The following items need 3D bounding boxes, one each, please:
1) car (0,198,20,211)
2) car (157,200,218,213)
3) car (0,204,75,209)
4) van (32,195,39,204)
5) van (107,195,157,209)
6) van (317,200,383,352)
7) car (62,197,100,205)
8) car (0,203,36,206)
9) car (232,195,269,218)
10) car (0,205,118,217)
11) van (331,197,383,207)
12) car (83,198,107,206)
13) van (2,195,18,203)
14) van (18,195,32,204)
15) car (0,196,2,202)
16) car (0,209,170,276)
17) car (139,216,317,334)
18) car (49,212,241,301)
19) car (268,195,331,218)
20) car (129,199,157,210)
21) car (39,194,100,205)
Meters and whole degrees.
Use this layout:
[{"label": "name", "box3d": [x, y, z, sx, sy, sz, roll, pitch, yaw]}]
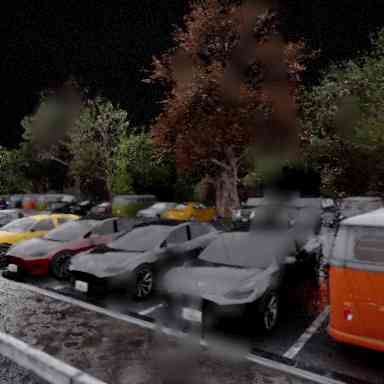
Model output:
[{"label": "car", "box3d": [-24.778, 1.612, 41.787, 1.946, 1.575, 5.366, -1, -1, 36]}, {"label": "car", "box3d": [0.079, 1.482, 24.199, 2.097, 1.535, 5.008, 0, 0, 36]}, {"label": "car", "box3d": [-7.615, 1.493, 13.635, 2.231, 1.521, 4.892, 0, 0, 36]}, {"label": "van", "box3d": [-13.463, 1.266, 34.051, 1.878, 1.987, 4.442, 0, 0, 36]}, {"label": "van", "box3d": [-4.456, 1.260, 27.598, 1.878, 1.987, 4.442, 0, 0, 36]}, {"label": "van", "box3d": [3.733, 1.258, 5.641, 1.878, 1.987, 4.442, 0, 0, 36]}, {"label": "car", "box3d": [-8.929, 1.488, 30.652, 2.097, 1.535, 5.008, 0, 0, 36]}, {"label": "car", "box3d": [-9.879, 1.494, 15.242, 2.231, 1.521, 4.892, 0, 0, 36]}, {"label": "car", "box3d": [4.570, 1.228, 20.953, 2.435, 2.045, 5.566, 0, 0, 36]}, {"label": "car", "box3d": [-5.470, 1.487, 11.863, 1.946, 1.575, 5.366, 0, 0, 36]}, {"label": "van", "box3d": [9.022, 1.251, 17.654, 1.878, 1.987, 4.442, 0, 0, 36]}, {"label": "car", "box3d": [-6.674, 1.527, 29.041, 2.002, 1.452, 4.674, 0, 0, 36]}, {"label": "van", "box3d": [-18.109, 1.269, 37.093, 1.878, 1.987, 4.442, -1, 0, 36]}, {"label": "van", "box3d": [-15.613, 1.267, 35.591, 1.878, 1.987, 4.442, 0, 0, 36]}, {"label": "car", "box3d": [-20.166, 1.523, 38.716, 2.097, 1.535, 5.008, -1, -1, 36]}, {"label": "car", "box3d": [-3.122, 1.518, 10.373, 2.163, 1.488, 4.792, 0, 0, 36]}, {"label": "car", "box3d": [1.391, 1.515, 7.139, 2.163, 1.488, 4.792, 0, 0, 36]}, {"label": "car", "box3d": [-0.865, 1.517, 8.756, 2.163, 1.488, 4.792, 0, 0, 36]}, {"label": "car", "box3d": [6.822, 1.227, 19.339, 2.435, 2.045, 5.566, 0, 0, 36]}, {"label": "car", "box3d": [-2.269, 1.524, 25.891, 2.002, 1.452, 4.674, 0, 0, 36]}, {"label": "car", "box3d": [-11.295, 1.239, 32.320, 2.435, 2.045, 5.566, 0, 0, 36]}]
